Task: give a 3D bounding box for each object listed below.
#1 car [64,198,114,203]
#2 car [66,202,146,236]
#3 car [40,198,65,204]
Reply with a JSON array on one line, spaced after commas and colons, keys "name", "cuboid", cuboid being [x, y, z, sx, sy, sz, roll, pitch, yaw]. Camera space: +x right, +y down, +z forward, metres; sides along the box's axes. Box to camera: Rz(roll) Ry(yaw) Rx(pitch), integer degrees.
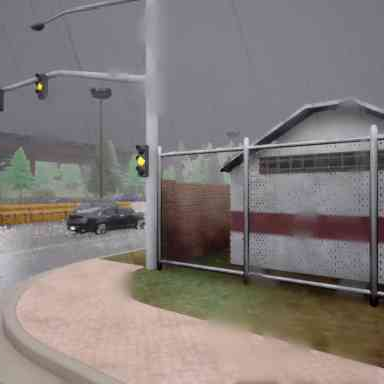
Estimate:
[{"name": "car", "cuboid": [-5.920, 1.351, 22.686, 2.097, 1.767, 4.553, 0, 0, 34]}, {"name": "car", "cuboid": [-4.545, 1.506, 18.447, 1.837, 1.490, 4.892, 0, 0, 34]}, {"name": "car", "cuboid": [-15.880, 1.505, 39.628, 1.837, 1.490, 4.892, 0, 0, 34]}]
